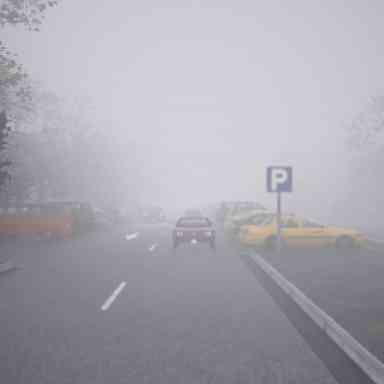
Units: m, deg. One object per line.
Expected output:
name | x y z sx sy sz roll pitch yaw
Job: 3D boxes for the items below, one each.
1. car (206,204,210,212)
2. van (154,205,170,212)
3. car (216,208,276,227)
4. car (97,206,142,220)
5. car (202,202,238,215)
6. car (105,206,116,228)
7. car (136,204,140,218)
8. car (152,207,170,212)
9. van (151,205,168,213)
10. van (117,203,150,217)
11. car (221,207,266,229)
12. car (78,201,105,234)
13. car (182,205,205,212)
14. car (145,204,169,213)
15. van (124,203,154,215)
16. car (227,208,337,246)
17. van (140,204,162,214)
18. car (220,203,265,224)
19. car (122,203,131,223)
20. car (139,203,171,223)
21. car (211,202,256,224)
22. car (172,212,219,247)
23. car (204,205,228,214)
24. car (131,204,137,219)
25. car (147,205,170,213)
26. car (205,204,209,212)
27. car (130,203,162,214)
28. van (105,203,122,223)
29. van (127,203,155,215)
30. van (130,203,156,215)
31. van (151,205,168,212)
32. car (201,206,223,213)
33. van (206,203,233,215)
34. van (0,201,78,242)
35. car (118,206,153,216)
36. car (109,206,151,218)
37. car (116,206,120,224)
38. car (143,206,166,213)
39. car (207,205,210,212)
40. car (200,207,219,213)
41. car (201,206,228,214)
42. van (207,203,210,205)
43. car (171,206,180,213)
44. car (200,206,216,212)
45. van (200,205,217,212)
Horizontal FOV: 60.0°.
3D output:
car | 4.559 2.602 42.324 4.792 1.488 2.163 0 -2 0
van | -8.458 4.787 95.080 4.442 1.987 1.878 0 -3 0
car | 4.503 2.142 28.452 4.792 1.488 2.163 0 -2 0
car | -8.545 2.490 39.728 4.892 1.521 2.231 0 -2 0
car | 4.497 2.704 53.416 5.566 2.045 2.435 0 -3 0
car | -8.361 1.937 23.118 5.366 1.575 1.946 0 -2 0
car | -8.545 2.397 36.959 5.008 1.535 2.097 0 -2 0
car | -8.570 4.872 92.286 5.008 1.535 2.097 0 -3 0
van | -8.447 4.374 86.764 4.442 1.987 1.878 0 -3 0
van | -8.436 2.538 48.041 4.442 1.987 1.878 0 -2 0
car | 4.528 1.846 20.132 5.008 1.535 2.097 0 -2 0
car | -8.573 1.603 20.358 5.566 2.045 2.435 0 -2 0
car | 0.088 2.301 33.369 1.837 1.490 4.892 0 -2 0
car | -8.534 4.076 81.232 5.566 2.045 2.435 0 -3 0
van | -8.438 2.732 53.429 4.442 1.987 1.878 0 -2 0
car | 4.530 1.771 17.361 4.892 1.521 2.231 0 -2 0
van | -8.676 3.550 70.038 4.442 1.987 1.878 0 -3 0
car | 4.503 1.806 22.912 4.553 1.767 2.185 0 -2 0
car | -8.517 2.088 31.425 4.553 1.767 2.185 0 -2 0
car | -3.606 2.141 33.148 2.097 1.767 4.553 0 -2 0
car | 4.562 1.769 25.686 5.566 2.045 2.435 0 -2 0
car | 0.093 1.868 16.405 1.895 1.301 4.718 0 -1 0
car | 4.554 3.375 64.502 4.553 1.767 2.185 0 -3 0
car | -8.544 2.301 34.065 5.008 1.535 2.097 0 -2 0
car | -8.535 4.213 83.999 5.566 2.045 2.435 0 -3 0
car | 4.525 2.704 45.099 4.674 1.452 2.002 0 -2 0
car | -8.528 3.116 61.739 5.566 2.045 2.435 0 -3 0
van | -8.664 1.896 28.660 4.442 1.987 1.878 0 -2 0
van | -8.672 2.875 56.328 4.442 1.987 1.878 0 -3 0
van | -8.673 3.005 58.970 4.442 1.987 1.878 0 -3 0
van | -8.681 4.511 89.531 4.442 1.987 1.878 0 -3 0
car | 4.513 4.048 75.587 4.892 1.521 2.231 0 -3 0
van | 4.641 2.866 56.188 4.442 1.987 1.878 0 -3 0
van | -8.662 1.550 17.466 4.442 1.987 1.878 0 -2 0
car | -8.559 2.856 50.802 5.008 1.535 2.097 0 -2 0
car | -8.367 2.669 45.267 5.366 1.575 1.946 0 -2 0
car | -8.540 2.031 25.884 4.892 1.521 2.231 0 -2 0
car | -8.555 4.054 75.685 5.008 1.535 2.097 0 -3 0
car | 4.525 2.388 36.777 5.008 1.535 2.097 0 -2 0
car | 4.545 4.623 86.677 4.792 1.488 2.163 0 -3 0
car | 4.706 3.771 70.041 5.366 1.575 1.946 0 -3 0
van | 4.644 2.530 47.883 4.442 1.987 1.878 0 -2 0
car | -3.520 4.010 73.977 2.033 1.411 5.357 0 -3 0
car | 4.483 4.880 95.000 4.553 1.767 2.185 0 -3 0
van | 4.399 4.505 89.462 4.442 1.987 1.878 0 -3 0
